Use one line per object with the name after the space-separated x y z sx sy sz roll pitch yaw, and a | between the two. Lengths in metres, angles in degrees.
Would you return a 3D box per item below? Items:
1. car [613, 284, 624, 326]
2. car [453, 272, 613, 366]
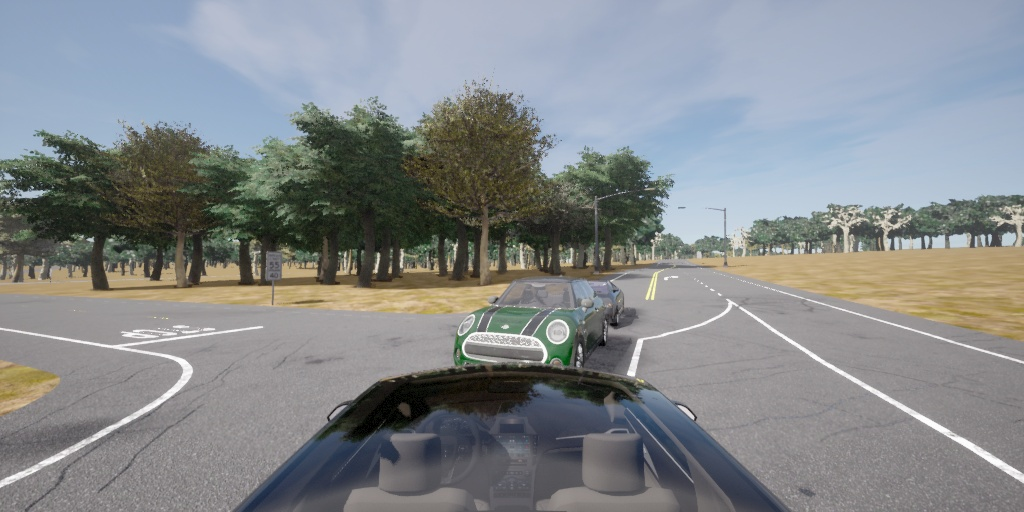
2.897 1.555 12.912 1.994 1.385 4.181 -2 0 22 | car
0.675 1.222 7.478 2.097 1.767 4.553 -1 -2 22 | car
